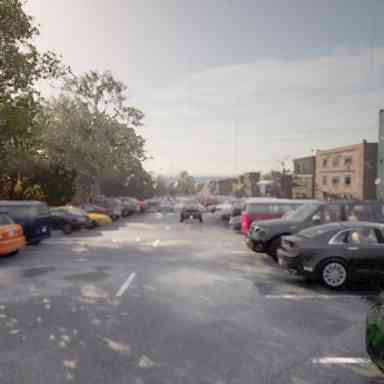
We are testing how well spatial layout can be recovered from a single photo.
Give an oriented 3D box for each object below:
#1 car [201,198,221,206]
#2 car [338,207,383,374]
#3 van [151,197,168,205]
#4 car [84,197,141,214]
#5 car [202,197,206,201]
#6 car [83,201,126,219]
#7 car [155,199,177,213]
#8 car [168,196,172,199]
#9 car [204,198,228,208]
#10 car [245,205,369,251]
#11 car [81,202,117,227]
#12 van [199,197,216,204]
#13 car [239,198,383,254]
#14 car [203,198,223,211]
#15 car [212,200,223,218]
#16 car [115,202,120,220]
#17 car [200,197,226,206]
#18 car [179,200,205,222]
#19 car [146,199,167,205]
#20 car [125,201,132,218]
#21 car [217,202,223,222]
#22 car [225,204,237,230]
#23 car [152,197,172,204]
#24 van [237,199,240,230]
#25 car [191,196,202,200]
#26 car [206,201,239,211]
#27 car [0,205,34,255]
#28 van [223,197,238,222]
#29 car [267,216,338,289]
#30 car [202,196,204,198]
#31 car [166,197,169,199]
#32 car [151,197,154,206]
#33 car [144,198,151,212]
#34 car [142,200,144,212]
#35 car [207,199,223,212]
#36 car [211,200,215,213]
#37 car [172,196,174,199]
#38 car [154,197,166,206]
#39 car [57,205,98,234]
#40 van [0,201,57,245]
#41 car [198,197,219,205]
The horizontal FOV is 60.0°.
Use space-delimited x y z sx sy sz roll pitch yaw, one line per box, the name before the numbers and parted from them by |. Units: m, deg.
car | 4.458 2.316 78.780 4.553 1.767 2.185 0 -1 0
car | 4.712 1.247 3.102 5.566 2.045 2.435 0 0 0
van | -8.746 2.367 89.381 4.442 1.987 1.878 0 -1 0
car | -8.400 1.559 33.717 5.566 2.045 2.435 0 -1 0
car | 4.575 2.121 56.354 5.008 1.535 2.097 0 -1 0
car | -8.379 1.776 28.146 4.792 1.488 2.163 0 -1 0
car | -3.389 1.991 43.955 1.812 1.442 4.674 0 -1 0
car | -8.638 2.262 83.832 5.566 2.045 2.435 0 -1 0
car | 4.571 2.116 64.765 4.553 1.767 2.185 0 -1 0
car | 4.748 1.468 14.311 4.553 1.767 2.185 0 -1 0
car | -8.203 1.682 22.576 5.366 1.575 1.946 0 -1 0
van | 4.322 2.415 92.794 4.442 1.987 1.878 0 -1 0
car | 4.695 1.315 11.512 5.566 2.045 2.435 0 -1 0
car | 4.435 1.919 42.338 5.366 1.575 1.946 0 -1 0
car | 4.665 1.780 31.134 4.892 1.521 2.231 0 -1 0
car | -8.393 1.716 25.361 5.008 1.535 2.097 0 -1 0
car | 4.538 2.110 73.175 5.566 2.045 2.435 0 -1 0
car | -0.055 1.785 29.187 1.837 1.490 4.892 0 0 0
car | -8.570 2.504 81.053 4.792 1.488 2.163 0 -1 0
car | -8.447 1.807 30.931 4.792 1.488 2.163 0 -1 0
car | 4.686 1.717 25.524 5.008 1.535 2.097 0 -1 0
car | 4.705 1.657 19.918 4.892 1.521 2.231 0 -1 0
car | -8.620 2.416 94.935 5.566 2.045 2.435 0 -1 0
van | 4.824 1.399 17.117 4.442 1.987 1.878 0 -1 0
car | -0.065 1.842 45.638 2.097 1.767 4.553 0 -1 0
car | 4.619 2.071 50.748 4.792 1.488 2.163 0 -1 0
car | -8.325 1.440 11.439 4.553 1.767 2.185 0 -1 0
van | 4.574 1.461 22.722 4.442 1.987 1.878 0 -1 0
car | 4.724 1.540 8.704 4.892 1.521 2.231 0 -1 0
car | 4.518 2.076 61.961 4.553 1.767 2.185 0 -1 0
car | -8.384 2.352 72.727 5.366 1.575 1.946 0 -1 0
car | -8.440 1.705 44.733 5.566 2.045 2.435 0 -1 0
car | -8.430 1.667 42.072 5.566 2.045 2.435 0 -1 0
car | -8.446 1.919 39.160 4.674 1.452 2.002 0 -1 0
car | 4.635 1.883 39.539 5.008 1.535 2.097 0 -1 0
car | 4.680 1.842 33.932 4.792 1.488 2.163 0 -1 0
car | -8.667 2.381 92.158 5.566 2.045 2.435 0 -1 0
car | -8.565 2.317 69.950 4.892 1.521 2.231 0 -1 0
car | -8.377 1.694 19.790 4.674 1.452 2.002 0 -1 0
van | -8.479 1.367 14.221 4.442 1.987 1.878 0 -1 0
car | 4.477 2.350 89.994 5.566 2.045 2.435 0 -1 0
